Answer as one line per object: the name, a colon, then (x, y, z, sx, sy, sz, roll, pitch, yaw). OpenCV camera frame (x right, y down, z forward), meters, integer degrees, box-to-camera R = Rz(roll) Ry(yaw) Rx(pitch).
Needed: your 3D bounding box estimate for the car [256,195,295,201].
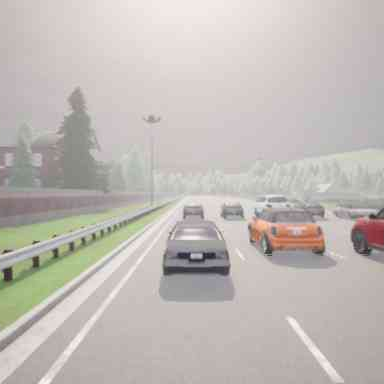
car: (7.120, 1.326, 30.026, 2.150, 2.045, 5.566, 0, 0, 0)

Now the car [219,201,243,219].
car: (3.621, 1.596, 30.790, 2.128, 1.511, 4.902, 0, 0, 0)

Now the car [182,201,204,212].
car: (0.121, 1.594, 30.784, 2.128, 1.511, 4.902, 0, 0, 0)

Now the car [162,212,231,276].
car: (0.106, 1.583, 10.451, 2.033, 1.411, 5.357, 0, 0, 0)

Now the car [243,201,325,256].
car: (3.608, 1.399, 13.524, 2.097, 1.767, 4.553, 0, 0, 0)

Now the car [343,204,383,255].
car: (7.107, 1.260, 10.293, 2.150, 2.045, 5.566, 0, 0, 0)

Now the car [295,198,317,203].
car: (10.621, 1.600, 30.765, 2.128, 1.511, 4.902, 0, 0, 0)

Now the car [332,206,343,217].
car: (14.119, 1.706, 29.242, 1.895, 1.301, 4.718, 0, 0, 0)

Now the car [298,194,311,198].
car: (22.970, 1.457, 69.464, 3.866, 1.878, 1.905, 0, 0, 0)
